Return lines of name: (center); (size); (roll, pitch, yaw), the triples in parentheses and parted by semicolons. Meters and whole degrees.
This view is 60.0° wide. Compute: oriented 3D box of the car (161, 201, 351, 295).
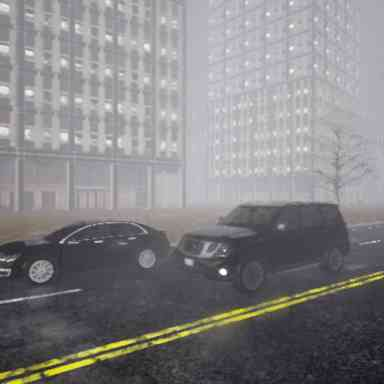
car: (2.174, 1.286, 9.264); (5.566, 2.045, 2.150); (1, 0, -36)

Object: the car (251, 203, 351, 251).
car: (5.129, 1.470, 15.423); (4.553, 1.767, 2.097); (1, 0, -36)

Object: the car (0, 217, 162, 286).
car: (-2.939, 1.531, 9.589); (4.892, 1.490, 1.837); (1, 0, -36)
